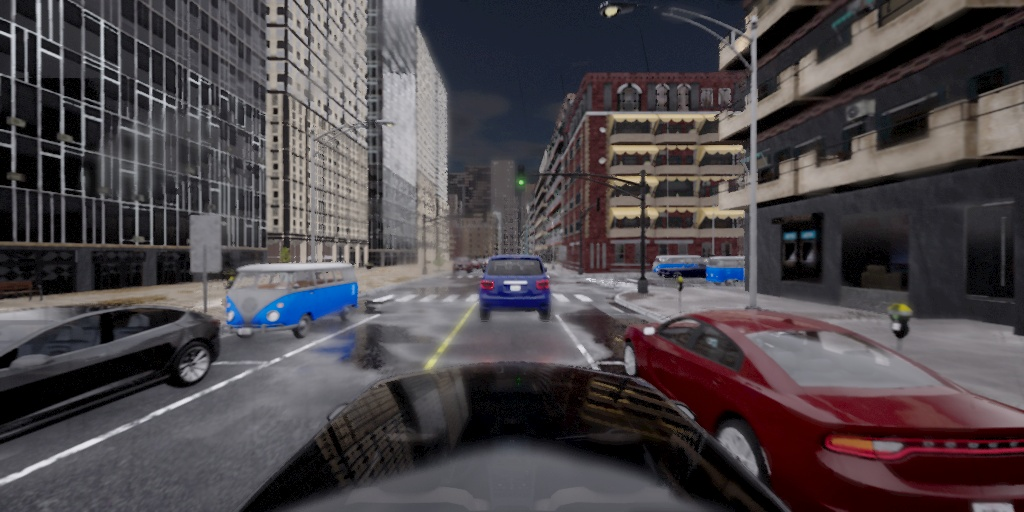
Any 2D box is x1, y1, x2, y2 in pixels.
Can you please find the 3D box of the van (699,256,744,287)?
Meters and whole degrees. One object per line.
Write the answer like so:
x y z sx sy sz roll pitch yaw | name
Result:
13.740 0.891 21.328 3.998 1.789 1.690 0 0 0 | van

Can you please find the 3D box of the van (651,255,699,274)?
13.717 0.847 29.709 3.998 1.789 1.690 0 0 0 | van

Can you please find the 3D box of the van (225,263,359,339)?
-5.693 1.085 9.745 1.690 1.789 3.998 0 0 0 | van

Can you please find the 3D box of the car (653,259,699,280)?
13.611 1.122 27.110 4.718 1.301 1.895 -1 0 -1 | car

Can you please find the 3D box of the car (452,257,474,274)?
-5.696 1.053 42.135 2.192 1.841 5.009 0 0 0 | car

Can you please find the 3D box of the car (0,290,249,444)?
-5.692 1.314 4.222 1.948 1.339 4.313 0 0 0 | car

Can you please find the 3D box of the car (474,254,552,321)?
0.098 0.966 12.560 2.150 2.045 5.566 0 0 0 | car

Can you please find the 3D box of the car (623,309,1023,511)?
2.688 1.293 4.222 1.888 1.381 4.507 0 0 0 | car
